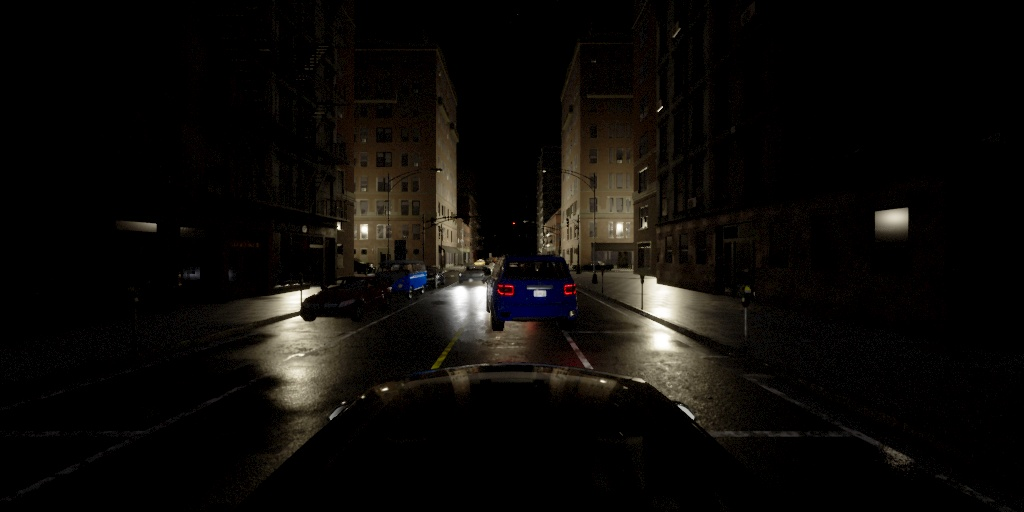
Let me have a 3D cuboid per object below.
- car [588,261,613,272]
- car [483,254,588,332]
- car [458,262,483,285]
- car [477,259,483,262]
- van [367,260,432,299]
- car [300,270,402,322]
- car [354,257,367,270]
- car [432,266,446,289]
[{"bbox_3d":[9.568,1.289,43.076,4.718,1.301,1.895,0,0,0],"label":"car"},{"bbox_3d":[0.365,0.972,11.072,2.150,2.045,5.566,0,0,-6],"label":"car"},{"bbox_3d":[-2.746,1.351,26.517,1.895,1.301,4.718,0,0,1],"label":"car"},{"bbox_3d":[-5.362,1.276,60.837,1.751,1.417,4.829,0,0,0],"label":"car"},{"bbox_3d":[-5.385,1.091,17.638,1.690,1.789,3.998,0,0,0],"label":"van"},{"bbox_3d":[-5.389,1.332,12.231,1.802,1.307,4.207,0,0,0],"label":"car"},{"bbox_3d":[-18.212,1.066,40.095,5.566,2.045,2.150,0,0,0],"label":"car"},{"bbox_3d":[-5.381,1.301,23.044,2.007,1.370,4.403,0,0,0],"label":"car"}]
